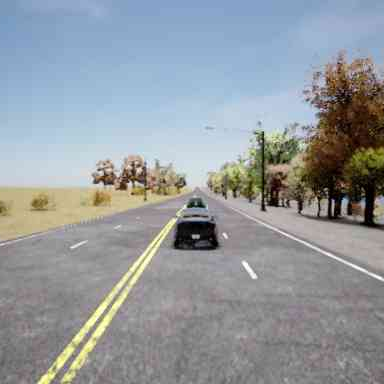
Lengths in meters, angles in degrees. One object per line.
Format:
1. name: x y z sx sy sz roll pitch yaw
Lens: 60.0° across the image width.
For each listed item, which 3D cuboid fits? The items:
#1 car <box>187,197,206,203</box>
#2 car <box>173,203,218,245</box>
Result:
1. car: 0.466 1.321 37.308 2.097 1.767 4.553 0 0 1
2. car: 0.173 1.497 15.443 1.837 1.490 4.892 0 0 0
